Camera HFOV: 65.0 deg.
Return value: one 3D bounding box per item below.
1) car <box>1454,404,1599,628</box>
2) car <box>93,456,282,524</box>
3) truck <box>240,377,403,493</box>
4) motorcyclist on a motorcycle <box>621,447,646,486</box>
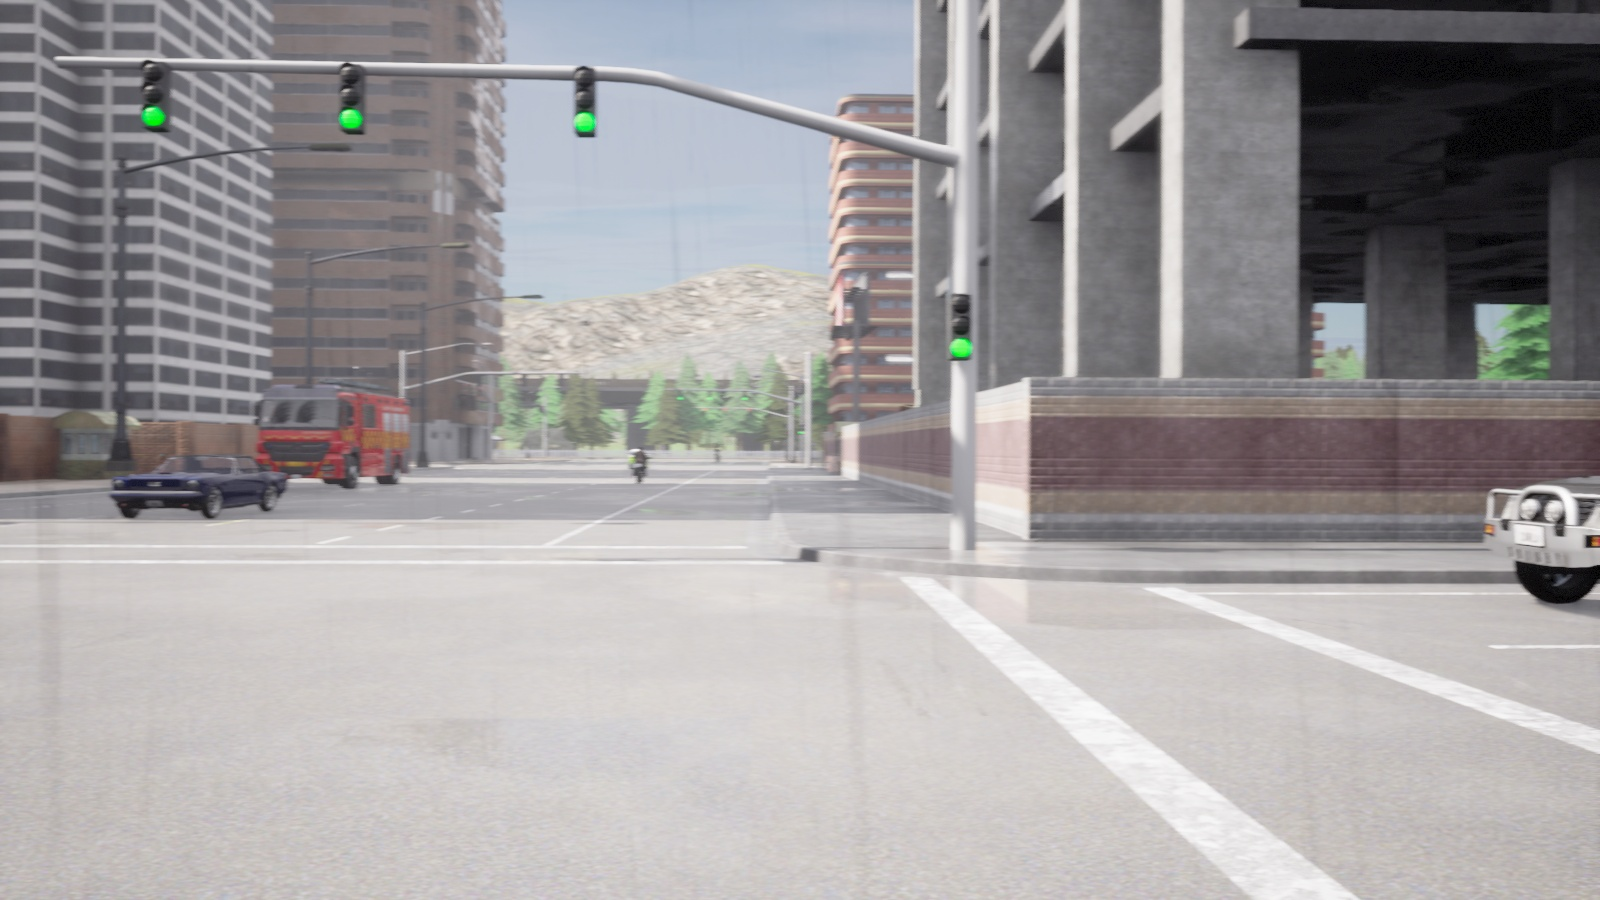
[{"bbox_3d":[8.755,0.543,11.449,4.605,1.855,1.932,0,0,-2],"label":"car"},{"bbox_3d":[-12.979,0.797,26.976,1.895,1.301,4.718,0,0,-2],"label":"car"},{"bbox_3d":[-17.063,-0.499,45.505,2.891,3.827,8.468,0,0,-2],"label":"truck"},{"bbox_3d":[-6.697,0.642,50.513,0.797,1.523,2.044,0,0,-2],"label":"motorcyclist on a motorcycle"}]
